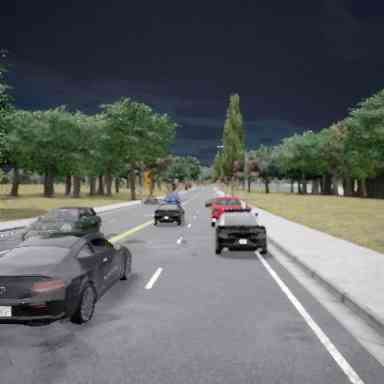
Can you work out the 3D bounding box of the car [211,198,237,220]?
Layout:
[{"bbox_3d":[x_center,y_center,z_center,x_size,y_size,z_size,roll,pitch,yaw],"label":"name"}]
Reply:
[{"bbox_3d":[2.780,1.451,29.700,2.097,1.767,4.553,0,0,3],"label":"car"}]

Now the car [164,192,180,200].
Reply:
[{"bbox_3d":[-3.310,1.095,55.862,2.150,2.045,5.566,0,1,3],"label":"car"}]

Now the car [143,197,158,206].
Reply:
[{"bbox_3d":[-6.652,1.469,54.238,1.994,1.385,4.181,0,1,3],"label":"car"}]

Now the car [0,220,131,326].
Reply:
[{"bbox_3d":[-2.634,1.574,7.118,1.812,1.442,4.674,0,0,3],"label":"car"}]

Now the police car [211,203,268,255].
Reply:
[{"bbox_3d":[1.882,1.495,13.871,1.930,1.638,5.238,0,0,3],"label":"police car"}]

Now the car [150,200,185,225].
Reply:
[{"bbox_3d":[-1.613,1.598,25.071,1.882,1.535,5.008,0,0,3],"label":"car"}]

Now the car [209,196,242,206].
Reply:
[{"bbox_3d":[2.444,1.331,23.772,2.150,2.045,5.566,0,0,3],"label":"car"}]

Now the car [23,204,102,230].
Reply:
[{"bbox_3d":[-5.642,1.450,15.023,2.097,1.767,4.553,0,0,3],"label":"car"}]

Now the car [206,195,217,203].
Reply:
[{"bbox_3d":[3.734,1.356,63.651,1.895,1.301,4.718,0,1,3],"label":"car"}]

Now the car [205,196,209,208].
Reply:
[{"bbox_3d":[2.857,1.541,48.127,1.895,1.301,4.718,0,1,3],"label":"car"}]
